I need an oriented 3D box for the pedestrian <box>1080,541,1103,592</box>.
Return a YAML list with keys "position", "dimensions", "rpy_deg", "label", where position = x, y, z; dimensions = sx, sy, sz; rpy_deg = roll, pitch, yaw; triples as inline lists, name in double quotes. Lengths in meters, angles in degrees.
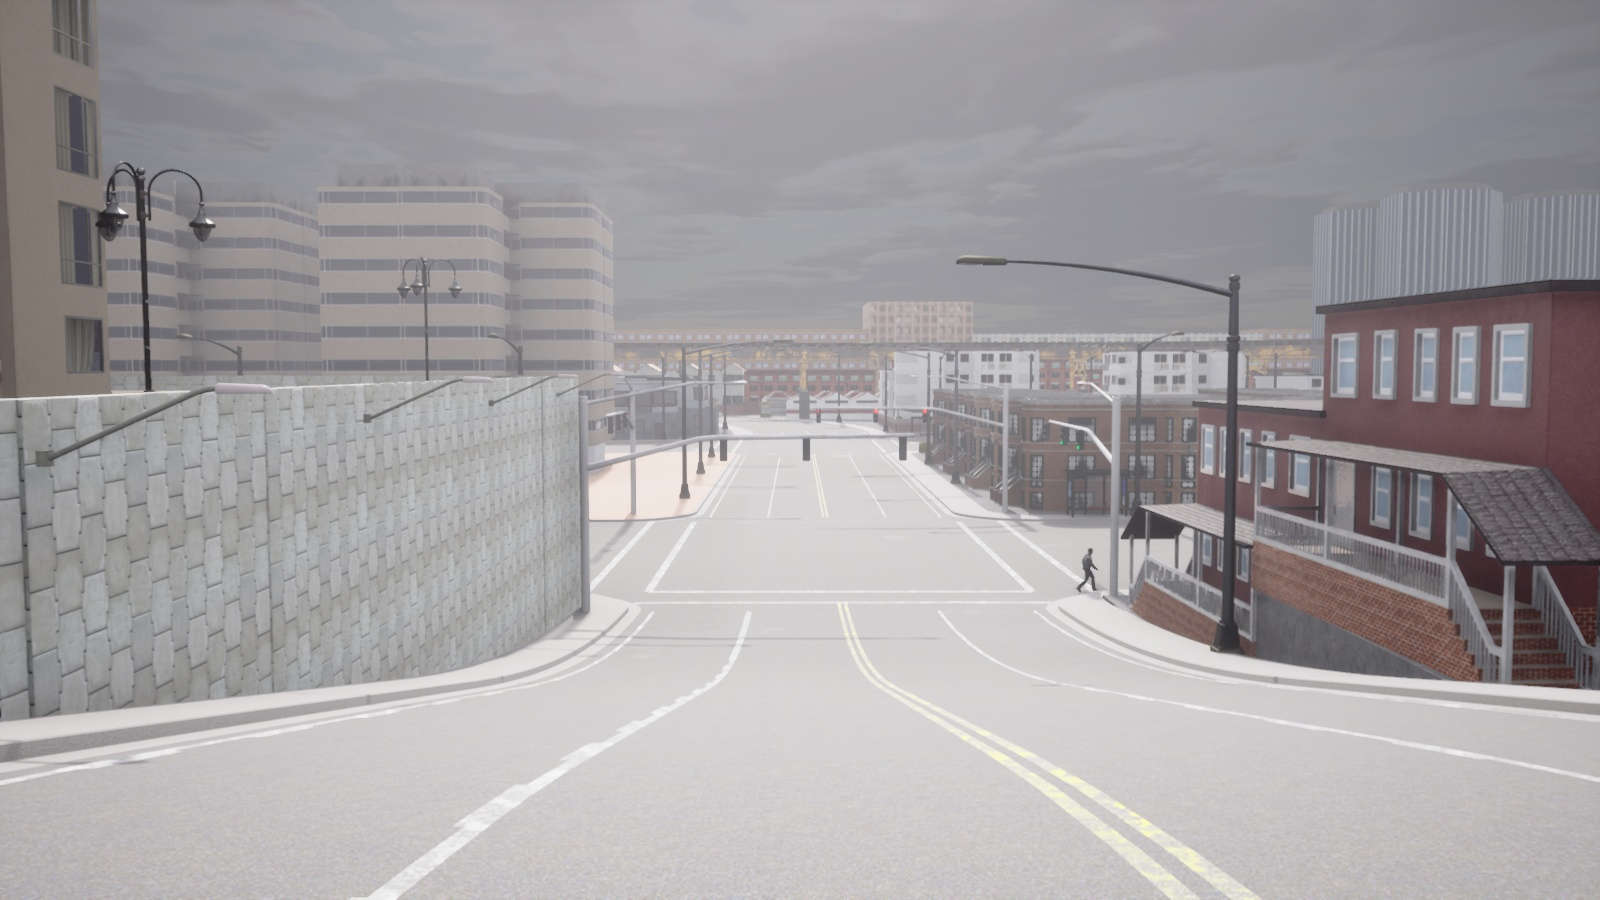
- position: [11.550, 4.607, 49.804]
  dimensions: [0.788, 1.949, 0.423]
  rpy_deg: [-1, 4, 1]
  label: "pedestrian"
